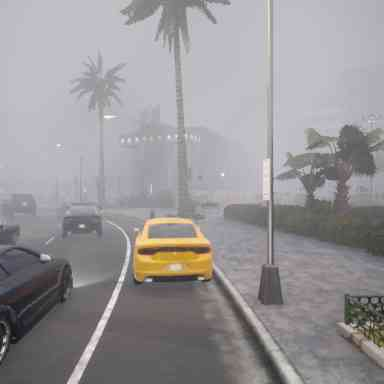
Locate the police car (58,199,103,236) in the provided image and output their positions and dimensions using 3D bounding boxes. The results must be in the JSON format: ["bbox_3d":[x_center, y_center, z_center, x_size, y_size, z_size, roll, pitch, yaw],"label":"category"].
[{"bbox_3d":[-5.952,1.421,18.303,1.930,1.638,5.238,0,0,-16],"label":"police car"}]

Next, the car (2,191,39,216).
[{"bbox_3d":[-16.189,1.208,31.063,2.150,2.045,5.566,0,0,-37],"label":"car"}]

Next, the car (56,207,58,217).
[{"bbox_3d":[-10.501,1.593,28.727,1.895,1.301,4.718,0,0,-31],"label":"car"}]

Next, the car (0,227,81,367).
[{"bbox_3d":[-3.456,1.562,5.510,1.994,1.385,4.181,0,0,-4],"label":"car"}]

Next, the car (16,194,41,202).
[{"bbox_3d":[-33.931,1.226,68.961,4.553,1.767,2.185,0,0,24],"label":"car"}]

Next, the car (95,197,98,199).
[{"bbox_3d":[-26.644,1.554,85.529,4.718,1.301,1.895,0,0,24],"label":"car"}]

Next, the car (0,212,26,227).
[{"bbox_3d":[-7.691,1.595,11.682,1.895,1.301,4.718,0,0,-11],"label":"car"}]

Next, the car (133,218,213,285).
[{"bbox_3d":[-0.674,1.477,9.661,1.882,1.535,5.008,0,0,-7],"label":"car"}]
